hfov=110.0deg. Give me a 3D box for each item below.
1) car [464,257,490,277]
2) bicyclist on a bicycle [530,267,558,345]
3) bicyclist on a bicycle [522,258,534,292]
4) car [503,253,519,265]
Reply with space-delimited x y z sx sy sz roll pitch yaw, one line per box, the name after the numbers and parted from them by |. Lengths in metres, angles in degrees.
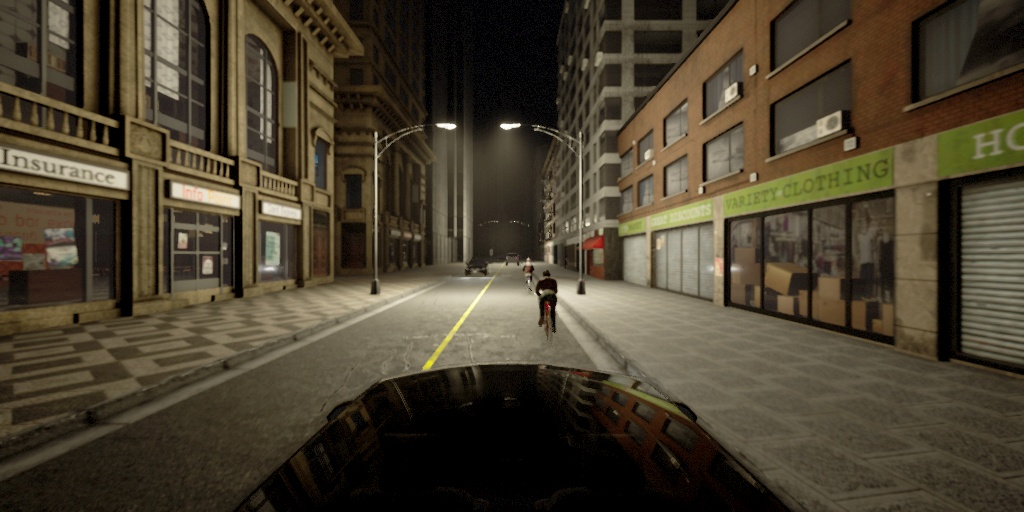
-3.097 1.030 32.277 1.812 1.442 4.674 0 0 0 | car
0.824 1.150 8.358 0.582 1.620 1.656 0 0 0 | bicyclist on a bicycle
0.821 0.990 17.963 0.659 1.776 1.843 0 1 0 | bicyclist on a bicycle
0.082 0.504 61.554 2.150 2.045 5.566 0 0 0 | car
